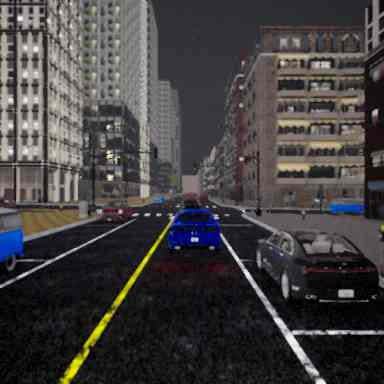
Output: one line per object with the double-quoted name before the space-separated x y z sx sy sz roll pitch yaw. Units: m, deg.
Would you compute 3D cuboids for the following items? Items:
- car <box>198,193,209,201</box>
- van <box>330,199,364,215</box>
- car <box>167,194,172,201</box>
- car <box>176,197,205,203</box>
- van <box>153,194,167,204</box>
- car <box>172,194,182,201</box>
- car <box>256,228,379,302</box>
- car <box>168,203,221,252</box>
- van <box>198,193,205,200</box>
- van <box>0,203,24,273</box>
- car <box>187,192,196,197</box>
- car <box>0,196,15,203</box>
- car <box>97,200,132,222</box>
"car" 2.638 1.138 74.051 2.192 1.841 5.009 0 0 0
"van" 16.906 1.610 35.667 3.998 1.788 1.690 1 -1 0
"car" -5.745 1.337 79.425 1.752 1.417 4.829 0 0 0
"car" -0.228 1.427 29.707 1.837 1.490 4.892 0 0 -4
"van" -5.730 1.198 57.391 1.690 1.788 3.998 0 0 0
"car" -3.052 1.413 76.736 1.895 1.301 4.718 0 0 0
"car" 2.685 1.528 7.977 2.008 1.369 4.403 0 0 0
"car" 0.090 1.440 13.662 1.882 1.535 5.008 0 0 0
"van" 2.627 1.132 90.704 1.690 1.788 3.998 0 0 0
"van" -5.696 1.318 7.971 1.690 1.788 3.998 0 0 0
"car" -0.056 1.016 86.504 2.150 2.045 5.566 0 0 0
"car" -21.156 0.974 35.688 4.097 1.590 1.967 1 -1 0
"car" -5.708 1.373 24.917 1.967 1.590 4.097 0 0 0
